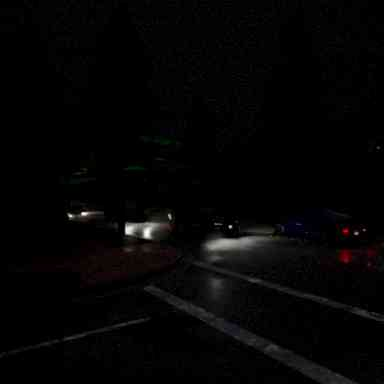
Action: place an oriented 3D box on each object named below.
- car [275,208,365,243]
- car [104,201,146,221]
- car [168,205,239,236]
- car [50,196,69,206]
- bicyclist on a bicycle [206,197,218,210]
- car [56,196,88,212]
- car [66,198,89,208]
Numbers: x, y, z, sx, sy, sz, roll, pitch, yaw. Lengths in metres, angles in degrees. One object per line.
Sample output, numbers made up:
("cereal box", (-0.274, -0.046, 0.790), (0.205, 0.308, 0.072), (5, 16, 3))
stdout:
("car", (5.937, 1.511, 15.946), (1.812, 1.442, 4.674), (1, 0, -23))
("car", (-5.426, 1.460, 26.739), (1.882, 1.535, 5.008), (0, 0, -36))
("car", (0.499, 1.487, 18.477), (1.837, 1.490, 4.892), (0, 0, -36))
("car", (-22.904, 1.461, 57.305), (1.882, 1.535, 5.008), (0, 0, -36))
("bicyclist on a bicycle", (1.881, 1.287, 31.968), (1.656, 1.620, 0.582), (0, 0, -36))
("car", (-14.022, 1.460, 38.752), (1.882, 1.535, 5.008), (0, 0, -36))
("car", (-16.989, 1.584, 49.143), (1.895, 1.301, 4.718), (0, 0, -35))
